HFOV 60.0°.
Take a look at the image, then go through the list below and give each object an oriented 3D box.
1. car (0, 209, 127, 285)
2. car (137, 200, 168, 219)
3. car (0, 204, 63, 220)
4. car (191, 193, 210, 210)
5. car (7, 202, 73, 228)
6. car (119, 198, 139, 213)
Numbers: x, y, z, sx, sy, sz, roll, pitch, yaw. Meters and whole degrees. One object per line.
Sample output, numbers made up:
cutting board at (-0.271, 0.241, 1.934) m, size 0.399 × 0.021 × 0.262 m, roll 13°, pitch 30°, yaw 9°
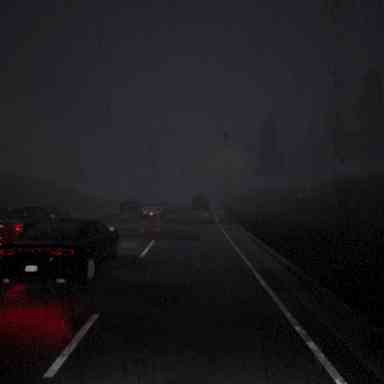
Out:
car at (-3.397, 1.461, 9.511) m, size 1.882 × 1.535 × 5.008 m, roll 0°, pitch 0°, yaw 0°
car at (-3.090, 1.477, 28.178) m, size 1.812 × 1.442 × 4.674 m, roll 0°, pitch 0°, yaw 2°
car at (-6.887, 1.328, 13.723) m, size 2.097 × 1.767 × 4.553 m, roll 0°, pitch 0°, yaw 0°
car at (1.008, 1.280, 40.940) m, size 2.097 × 1.767 × 4.553 m, roll 0°, pitch 0°, yaw 3°
car at (-10.262, 1.507, 23.039) m, size 2.033 × 1.411 × 5.357 m, roll 0°, pitch 0°, yaw 1°
car at (-6.291, 1.416, 35.256) m, size 1.882 × 1.535 × 5.008 m, roll 0°, pitch 0°, yaw 3°
